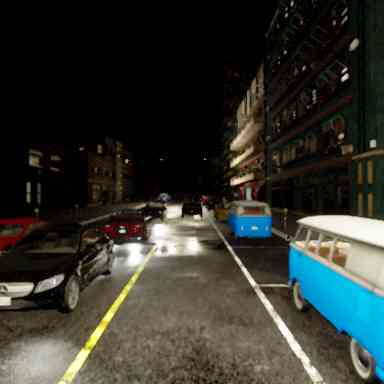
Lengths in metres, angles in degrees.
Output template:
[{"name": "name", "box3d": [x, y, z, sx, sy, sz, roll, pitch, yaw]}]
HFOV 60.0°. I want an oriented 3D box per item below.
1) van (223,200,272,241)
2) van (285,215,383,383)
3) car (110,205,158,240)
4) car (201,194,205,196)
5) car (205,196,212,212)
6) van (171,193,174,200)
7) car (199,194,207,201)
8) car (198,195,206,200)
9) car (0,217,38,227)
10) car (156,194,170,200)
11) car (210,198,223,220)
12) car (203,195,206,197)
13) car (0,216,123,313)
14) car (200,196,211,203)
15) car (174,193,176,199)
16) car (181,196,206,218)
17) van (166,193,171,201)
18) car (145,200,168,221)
[{"name": "van", "box3d": [2.707, 1.328, 16.243, 1.690, 1.788, 3.998, 1, 0, 0]}, {"name": "van", "box3d": [2.705, 1.337, 5.080, 1.690, 1.788, 3.998, 1, 0, 0]}, {"name": "car", "box3d": [-3.090, 1.550, 16.744, 1.994, 1.385, 4.181, 0, 0, 0]}, {"name": "car", "box3d": [2.710, 1.473, 55.309, 1.887, 1.381, 4.507, 1, 0, 0]}, {"name": "car", "box3d": [2.707, 1.524, 38.566, 1.947, 1.339, 4.313, 1, 0, 0]}, {"name": "van", "box3d": [-5.663, 1.224, 77.589, 1.690, 1.788, 3.998, 1, 0, 0]}, {"name": "car", "box3d": [2.716, 1.310, 83.211, 1.967, 1.590, 4.097, 1, 0, 0]}, {"name": "car", "box3d": [2.715, 1.407, 88.791, 2.008, 1.369, 4.403, 1, 0, 0]}, {"name": "car", "box3d": [-5.677, 1.536, 10.627, 1.887, 1.381, 4.507, 1, 0, 0]}, {"name": "car", "box3d": [-5.670, 1.484, 60.849, 1.947, 1.339, 4.313, 1, 0, 0]}, {"name": "car", "box3d": [2.706, 1.499, 27.574, 1.752, 1.417, 4.829, 1, 0, 0]}, {"name": "car", "box3d": [2.708, 1.515, 44.147, 1.947, 1.339, 4.313, 1, 0, 0]}, {"name": "car", "box3d": [-3.092, 1.520, 7.746, 1.812, 1.442, 4.674, 0, 0, 0]}, {"name": "car", "box3d": [2.712, 1.458, 66.470, 2.008, 1.369, 4.403, 1, 0, 0]}, {"name": "car", "box3d": [-5.665, 1.401, 88.750, 1.887, 1.381, 4.507, 1, 0, 0]}, {"name": "car", "box3d": [0.015, 1.448, 30.349, 1.882, 1.535, 5.008, 0, 0, 0]}, {"name": "van", "box3d": [-5.665, 1.248, 66.429, 1.690, 1.788, 3.998, 1, 0, 0]}, {"name": "car", "box3d": [-3.052, 1.575, 26.842, 1.895, 1.301, 4.718, 0, 0, 1]}]
